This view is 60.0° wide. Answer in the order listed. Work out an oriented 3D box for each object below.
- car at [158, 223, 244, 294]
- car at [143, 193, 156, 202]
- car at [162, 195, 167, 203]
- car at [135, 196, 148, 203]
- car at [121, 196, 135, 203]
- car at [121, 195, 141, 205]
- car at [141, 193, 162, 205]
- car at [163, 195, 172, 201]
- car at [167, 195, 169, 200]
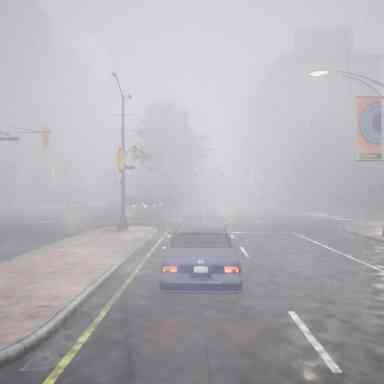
[{"bbox_3d":[0.231,1.547,8.949,2.033,1.411,5.357,0,0,1],"label":"car"},{"bbox_3d":[-10.036,1.225,78.741,2.150,2.045,5.566,0,0,1],"label":"car"},{"bbox_3d":[-6.788,1.352,66.775,2.097,1.767,4.553,0,0,1],"label":"car"},{"bbox_3d":[-10.244,1.505,68.056,1.837,1.490,4.892,0,0,1],"label":"car"},{"bbox_3d":[-13.453,1.595,69.845,1.895,1.301,4.718,0,0,1],"label":"car"},{"bbox_3d":[-10.506,1.352,57.881,2.097,1.767,4.553,0,0,1],"label":"car"},{"bbox_3d":[-7.006,1.352,58.003,2.097,1.767,4.553,0,0,1],"label":"car"},{"bbox_3d":[-6.387,1.478,86.642,1.882,1.535,5.008,0,0,1],"label":"car"},{"bbox_3d":[-6.577,1.525,76.548,2.128,1.511,4.902,0,0,1],"label":"car"}]
